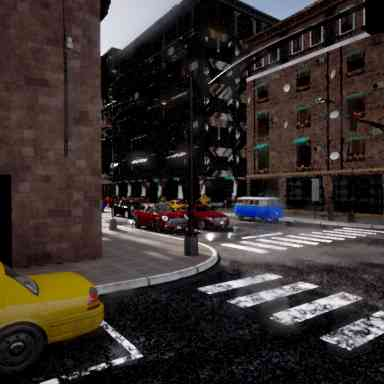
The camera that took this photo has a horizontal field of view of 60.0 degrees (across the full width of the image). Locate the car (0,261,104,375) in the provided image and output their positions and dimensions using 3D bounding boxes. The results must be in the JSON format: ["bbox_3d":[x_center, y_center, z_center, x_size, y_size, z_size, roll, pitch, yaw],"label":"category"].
[{"bbox_3d":[-3.574,1.525,4.015,4.829,1.417,1.752,0,0,-36],"label":"car"}]

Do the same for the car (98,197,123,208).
[{"bbox_3d":[-11.748,1.463,47.822,1.887,1.381,4.507,-1,0,-36],"label":"car"}]

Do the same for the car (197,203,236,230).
[{"bbox_3d":[0.416,1.508,21.261,1.812,1.442,4.674,-1,0,-34],"label":"car"}]

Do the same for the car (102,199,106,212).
[{"bbox_3d":[-11.903,1.182,38.205,2.150,2.045,5.566,-1,0,-36],"label":"car"}]

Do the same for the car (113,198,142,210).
[{"bbox_3d":[-8.417,1.463,43.244,1.887,1.381,4.507,-1,0,-36],"label":"car"}]

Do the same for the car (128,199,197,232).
[{"bbox_3d":[-1.883,1.441,20.016,1.967,1.590,4.097,0,0,-36],"label":"car"}]

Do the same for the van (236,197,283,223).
[{"bbox_3d":[4.904,1.280,24.931,1.690,1.788,3.998,0,0,-36],"label":"van"}]

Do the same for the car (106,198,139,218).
[{"bbox_3d":[-5.630,1.473,29.566,1.837,1.490,4.892,-1,0,-36],"label":"car"}]

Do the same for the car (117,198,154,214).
[{"bbox_3d":[-6.152,1.417,35.726,1.882,1.535,5.008,-1,0,-36],"label":"car"}]
